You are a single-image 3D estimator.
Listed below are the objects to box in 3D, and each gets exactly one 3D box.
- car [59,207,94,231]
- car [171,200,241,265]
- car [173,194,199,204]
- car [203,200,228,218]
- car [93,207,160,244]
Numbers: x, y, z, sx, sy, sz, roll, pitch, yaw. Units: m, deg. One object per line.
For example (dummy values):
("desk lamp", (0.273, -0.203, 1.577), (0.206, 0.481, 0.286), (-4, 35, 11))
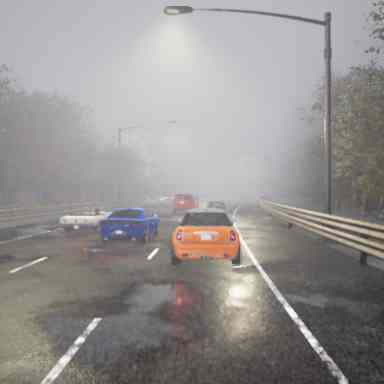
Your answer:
("car", (-5.971, 1.565, 19.919), (1.895, 1.301, 4.718), (0, 0, 5))
("car", (0.511, 1.343, 11.806), (2.097, 1.767, 4.553), (0, 0, 3))
("car", (-0.578, 1.183, 35.881), (2.150, 2.045, 5.566), (0, 0, 8))
("car", (2.293, 1.529, 31.298), (2.033, 1.411, 5.357), (0, 0, 8))
("car", (-2.764, 1.457, 15.778), (1.882, 1.535, 5.008), (0, 0, 4))
